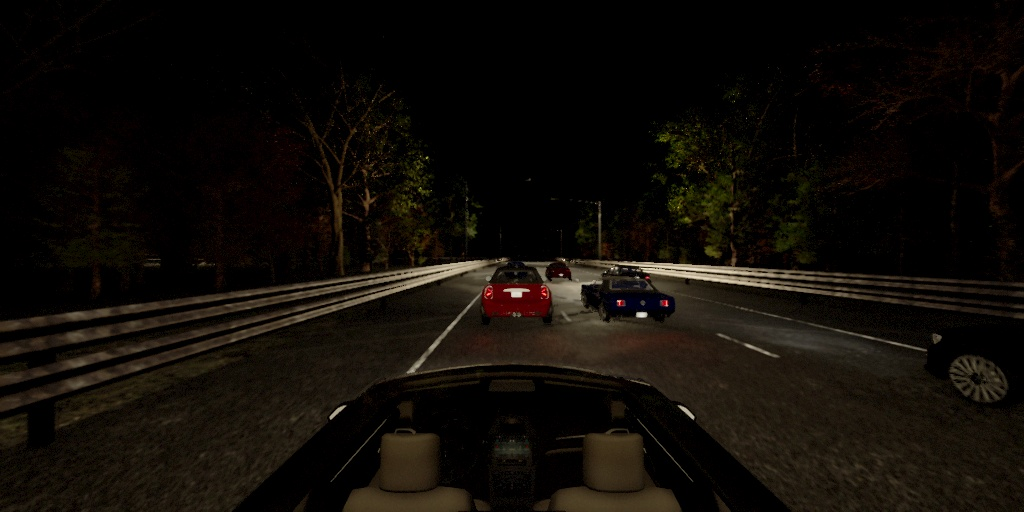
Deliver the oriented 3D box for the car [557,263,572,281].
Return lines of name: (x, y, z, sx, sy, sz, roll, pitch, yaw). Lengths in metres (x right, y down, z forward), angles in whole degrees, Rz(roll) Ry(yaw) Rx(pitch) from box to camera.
car: (3.815, 1.282, 29.852, 1.812, 1.442, 4.674, 0, 0, 1)

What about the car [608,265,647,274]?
car: (7.230, 1.304, 23.147, 2.033, 1.411, 5.357, 0, 0, 1)

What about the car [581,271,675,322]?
car: (3.641, 1.355, 12.240, 1.895, 1.301, 4.718, 0, 0, 0)

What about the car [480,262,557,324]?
car: (0.143, 1.105, 12.197, 2.097, 1.767, 4.553, 0, 0, 0)

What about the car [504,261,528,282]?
car: (0.321, 1.233, 30.232, 1.882, 1.535, 5.008, 0, 0, 1)

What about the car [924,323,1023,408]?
car: (7.110, 1.244, 3.315, 2.128, 1.511, 4.902, 0, 0, 0)
